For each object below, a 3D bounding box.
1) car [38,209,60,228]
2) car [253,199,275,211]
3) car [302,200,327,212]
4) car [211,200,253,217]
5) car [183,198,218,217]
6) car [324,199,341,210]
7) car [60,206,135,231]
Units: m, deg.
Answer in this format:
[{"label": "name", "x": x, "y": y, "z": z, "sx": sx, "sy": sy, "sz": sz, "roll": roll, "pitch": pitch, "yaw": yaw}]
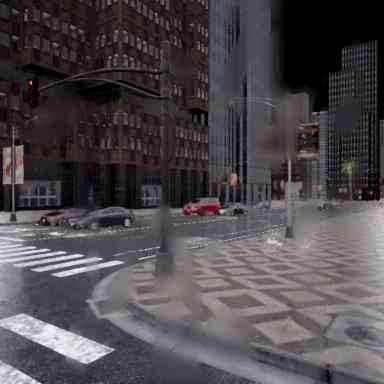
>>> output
[{"label": "car", "x": -8.891, "y": 1.798, "z": 24.138, "sx": 1.994, "sy": 1.385, "sz": 4.181, "roll": 0, "pitch": -1, "yaw": 35}, {"label": "car", "x": 10.815, "y": 2.065, "z": 52.102, "sx": 1.812, "sy": 1.442, "sz": 4.674, "roll": 0, "pitch": -1, "yaw": 35}, {"label": "car", "x": 19.305, "y": 2.373, "z": 52.742, "sx": 2.033, "sy": 1.411, "sz": 5.357, "roll": 0, "pitch": -1, "yaw": 35}, {"label": "car", "x": 4.623, "y": 2.004, "z": 37.754, "sx": 2.128, "sy": 1.511, "sz": 4.902, "roll": 0, "pitch": -1, "yaw": 35}, {"label": "car", "x": 1.241, "y": 1.712, "z": 38.596, "sx": 2.150, "sy": 2.045, "sz": 5.566, "roll": 0, "pitch": -1, "yaw": 35}, {"label": "car", "x": 26.025, "y": 2.509, "z": 62.314, "sx": 1.837, "sy": 1.490, "sz": 4.892, "roll": 0, "pitch": -1, "yaw": 35}, {"label": "car", "x": -6.025, "y": 1.744, "z": 22.563, "sx": 1.837, "sy": 1.490, "sz": 4.892, "roll": 0, "pitch": 0, "yaw": 35}]
